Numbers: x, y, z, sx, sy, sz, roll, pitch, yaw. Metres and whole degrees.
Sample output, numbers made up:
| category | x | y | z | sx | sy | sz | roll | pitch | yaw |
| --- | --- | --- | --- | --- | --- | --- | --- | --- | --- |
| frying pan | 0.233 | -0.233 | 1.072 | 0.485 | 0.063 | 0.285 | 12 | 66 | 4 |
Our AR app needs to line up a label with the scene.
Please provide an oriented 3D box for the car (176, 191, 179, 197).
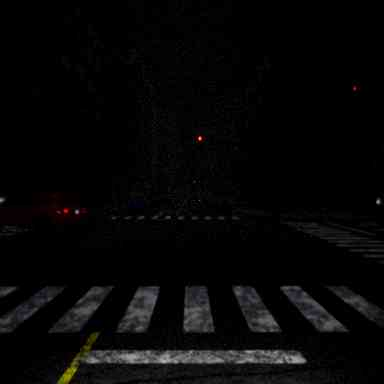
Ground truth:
| category | x | y | z | sx | sy | sz | roll | pitch | yaw |
| --- | --- | --- | --- | --- | --- | --- | --- | --- | --- |
| car | -5.488 | 0.647 | 90.970 | 2.192 | 1.841 | 5.009 | 0 | 0 | 0 |

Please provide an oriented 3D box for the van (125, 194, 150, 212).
| category | x | y | z | sx | sy | sz | roll | pitch | yaw |
| --- | --- | --- | --- | --- | --- | --- | --- | --- | --- |
| van | -5.724 | 1.094 | 34.289 | 1.690 | 1.788 | 3.998 | 0 | 0 | 0 |

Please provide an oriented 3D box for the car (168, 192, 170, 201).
| category | x | y | z | sx | sy | sz | roll | pitch | yaw |
| --- | --- | --- | --- | --- | --- | --- | --- | --- | --- |
| car | -5.606 | 1.074 | 62.460 | 1.752 | 1.417 | 4.829 | 0 | 0 | 0 |

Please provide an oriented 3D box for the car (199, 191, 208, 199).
| category | x | y | z | sx | sy | sz | roll | pitch | yaw |
| --- | --- | --- | --- | --- | --- | --- | --- | --- | --- |
| car | 3.014 | 0.691 | 85.276 | 2.192 | 1.841 | 5.009 | 0 | 0 | 0 |

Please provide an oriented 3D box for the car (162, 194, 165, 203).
| category | x | y | z | sx | sy | sz | roll | pitch | yaw |
| --- | --- | --- | --- | --- | --- | --- | --- | --- | --- |
| car | -5.653 | 1.213 | 51.295 | 1.802 | 1.307 | 4.206 | 0 | 0 | 0 |

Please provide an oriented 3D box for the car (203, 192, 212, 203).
| category | x | y | z | sx | sy | sz | roll | pitch | yaw |
| --- | --- | --- | --- | --- | --- | --- | --- | --- | --- |
| car | 2.849 | 1.112 | 45.594 | 1.967 | 1.590 | 4.097 | 0 | 0 | 0 |

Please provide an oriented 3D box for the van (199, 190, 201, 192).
| category | x | y | z | sx | sy | sz | roll | pitch | yaw |
| --- | --- | --- | --- | --- | --- | --- | --- | --- | --- |
| van | 2.967 | 0.803 | 73.939 | 1.690 | 1.788 | 3.998 | 0 | 0 | 0 |

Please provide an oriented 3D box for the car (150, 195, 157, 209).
| category | x | y | z | sx | sy | sz | roll | pitch | yaw |
| --- | --- | --- | --- | --- | --- | --- | --- | --- | --- |
| car | -5.700 | 1.152 | 39.958 | 1.967 | 1.590 | 4.097 | 0 | 0 | 0 |

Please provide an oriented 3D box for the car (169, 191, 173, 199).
| category | x | y | z | sx | sy | sz | roll | pitch | yaw |
| --- | --- | --- | --- | --- | --- | --- | --- | --- | --- |
| car | -5.582 | 1.071 | 68.299 | 1.947 | 1.339 | 4.313 | 0 | 0 | 0 |

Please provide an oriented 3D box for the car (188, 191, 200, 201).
| category | x | y | z | sx | sy | sz | roll | pitch | yaw |
| --- | --- | --- | --- | --- | --- | --- | --- | --- | --- |
| car | 0.262 | 1.096 | 64.626 | 1.994 | 1.385 | 4.181 | 0 | 0 | 0 |

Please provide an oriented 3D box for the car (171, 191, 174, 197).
| category | x | y | z | sx | sy | sz | roll | pitch | yaw |
| --- | --- | --- | --- | --- | --- | --- | --- | --- | --- |
| car | -5.558 | 1.007 | 73.966 | 1.887 | 1.381 | 4.507 | 0 | 0 | 0 |

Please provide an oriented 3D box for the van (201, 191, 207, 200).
| category | x | y | z | sx | sy | sz | roll | pitch | yaw |
| --- | --- | --- | --- | --- | --- | --- | --- | --- | --- |
| van | 2.896 | 0.931 | 56.931 | 1.690 | 1.788 | 3.998 | 0 | 0 | 0 |

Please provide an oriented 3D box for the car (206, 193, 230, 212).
| category | x | y | z | sx | sy | sz | roll | pitch | yaw |
| --- | --- | --- | --- | --- | --- | --- | --- | --- | --- |
| car | 2.802 | 1.193 | 34.256 | 1.967 | 1.590 | 4.097 | 0 | 0 | 0 |

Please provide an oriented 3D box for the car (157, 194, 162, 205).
| category | x | y | z | sx | sy | sz | roll | pitch | yaw |
| --- | --- | --- | --- | --- | --- | --- | --- | --- | --- |
| car | -5.676 | 1.238 | 45.627 | 1.947 | 1.339 | 4.313 | 0 | 0 | 0 |

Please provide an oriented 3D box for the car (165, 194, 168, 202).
| category | x | y | z | sx | sy | sz | roll | pitch | yaw |
| --- | --- | --- | --- | --- | --- | --- | --- | --- | --- |
| car | -5.630 | 1.155 | 56.963 | 1.947 | 1.339 | 4.313 | 0 | 0 | 0 |

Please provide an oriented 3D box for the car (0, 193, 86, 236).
| category | x | y | z | sx | sy | sz | roll | pitch | yaw |
| --- | --- | --- | --- | --- | --- | --- | --- | --- | --- |
| car | -8.330 | 1.084 | 17.625 | 5.566 | 2.045 | 2.150 | 0 | -1 | 19 |

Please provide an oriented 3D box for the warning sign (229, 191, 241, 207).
| category | x | y | z | sx | sy | sz | roll | pitch | yaw |
| --- | --- | --- | --- | --- | --- | --- | --- | --- | --- |
| warning sign | 5.228 | 0.826 | 40.238 | 1.300 | 1.860 | 1.060 | 0 | 0 | 0 |

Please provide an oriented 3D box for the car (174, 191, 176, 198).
| category | x | y | z | sx | sy | sz | roll | pitch | yaw |
| --- | --- | --- | --- | --- | --- | --- | --- | --- | --- |
| car | -5.536 | 0.946 | 79.465 | 1.752 | 1.417 | 4.829 | 0 | 0 | 0 |

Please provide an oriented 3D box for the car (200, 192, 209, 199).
| category | x | y | z | sx | sy | sz | roll | pitch | yaw |
| --- | --- | --- | --- | --- | --- | --- | --- | --- | --- |
| car | 2.991 | 0.859 | 79.609 | 1.967 | 1.590 | 4.097 | 0 | 0 | 0 |
